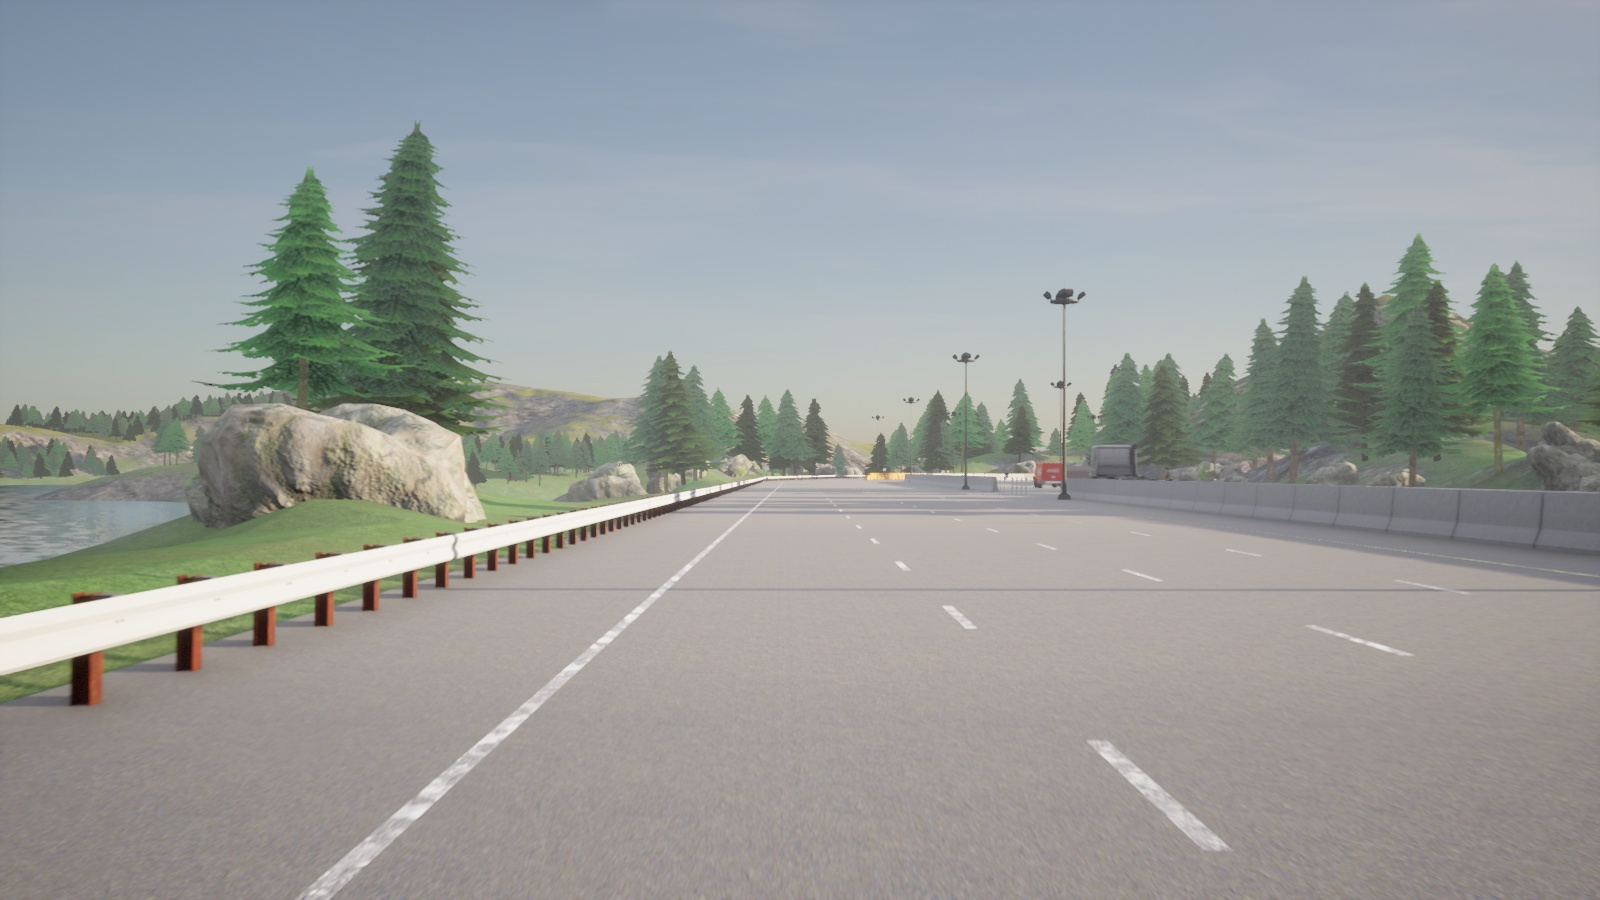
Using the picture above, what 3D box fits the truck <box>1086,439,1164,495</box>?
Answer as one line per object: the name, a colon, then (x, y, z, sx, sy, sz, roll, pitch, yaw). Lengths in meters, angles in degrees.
truck: (20.805, 1.103, 80.843, 2.891, 3.462, 7.936, 0, -1, 0)
